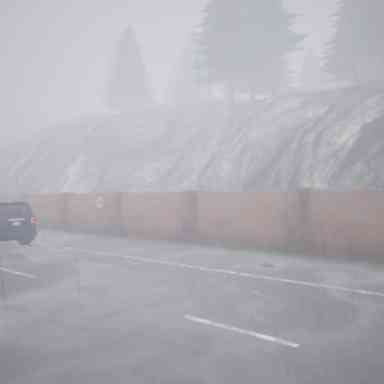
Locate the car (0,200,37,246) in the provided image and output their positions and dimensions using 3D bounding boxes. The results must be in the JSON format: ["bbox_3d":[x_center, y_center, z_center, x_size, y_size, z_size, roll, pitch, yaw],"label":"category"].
[{"bbox_3d":[-9.287,1.417,15.177,5.566,2.045,2.150,-1,-1,37],"label":"car"}]
